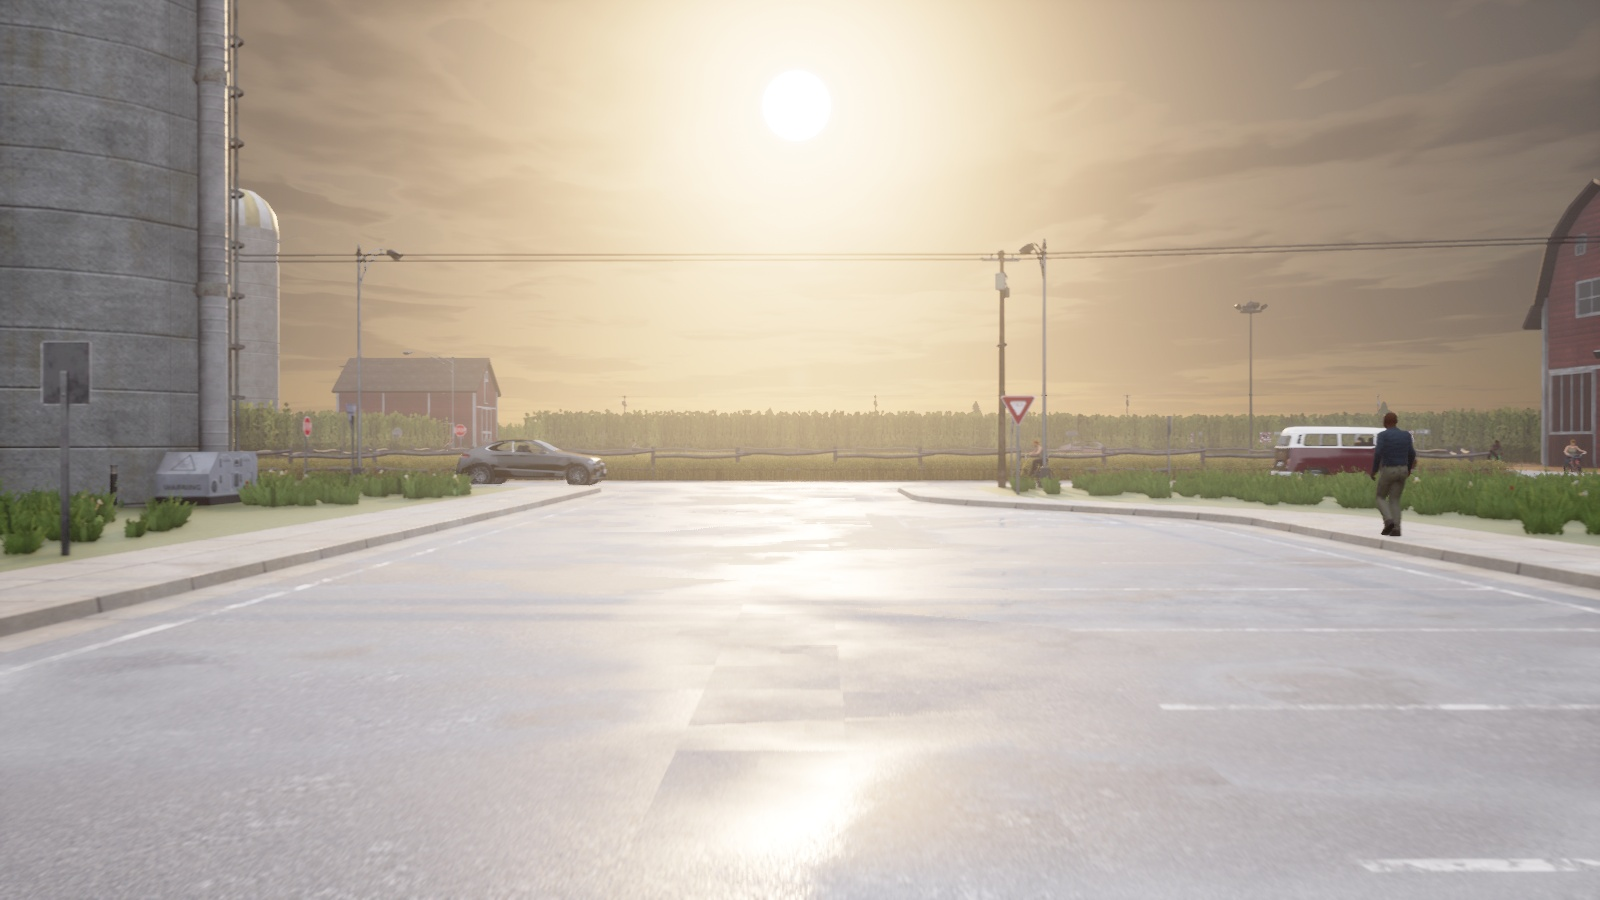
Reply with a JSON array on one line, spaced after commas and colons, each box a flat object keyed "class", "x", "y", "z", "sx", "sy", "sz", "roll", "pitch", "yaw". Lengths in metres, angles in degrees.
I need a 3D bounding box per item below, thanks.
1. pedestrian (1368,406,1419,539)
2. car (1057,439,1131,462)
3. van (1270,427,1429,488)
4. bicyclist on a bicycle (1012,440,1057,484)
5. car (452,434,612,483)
[{"class": "pedestrian", "x": 8.391, "y": 0.308, "z": 17.781, "sx": 0.370, "sy": 1.835, "sz": 0.726, "roll": 0, "pitch": 0, "yaw": -1}, {"class": "car", "x": 21.330, "y": 0.029, "z": 91.027, "sx": 5.027, "sy": 1.651, "sz": 2.152, "roll": 0, "pitch": 0, "yaw": 19}, {"class": "van", "x": 18.626, "y": 0.244, "z": 42.714, "sx": 4.480, "sy": 2.038, "sz": 2.069, "roll": 0, "pitch": 0, "yaw": 1}, {"class": "bicyclist on a bicycle", "x": 8.651, "y": 0.428, "z": 46.393, "sx": 1.509, "sy": 1.612, "sz": 0.866, "roll": 0, "pitch": 0, "yaw": 1}, {"class": "car", "x": -9.177, "y": 0.274, "z": 43.262, "sx": 5.027, "sy": 1.651, "sz": 2.152, "roll": 0, "pitch": 0, "yaw": 1}]
